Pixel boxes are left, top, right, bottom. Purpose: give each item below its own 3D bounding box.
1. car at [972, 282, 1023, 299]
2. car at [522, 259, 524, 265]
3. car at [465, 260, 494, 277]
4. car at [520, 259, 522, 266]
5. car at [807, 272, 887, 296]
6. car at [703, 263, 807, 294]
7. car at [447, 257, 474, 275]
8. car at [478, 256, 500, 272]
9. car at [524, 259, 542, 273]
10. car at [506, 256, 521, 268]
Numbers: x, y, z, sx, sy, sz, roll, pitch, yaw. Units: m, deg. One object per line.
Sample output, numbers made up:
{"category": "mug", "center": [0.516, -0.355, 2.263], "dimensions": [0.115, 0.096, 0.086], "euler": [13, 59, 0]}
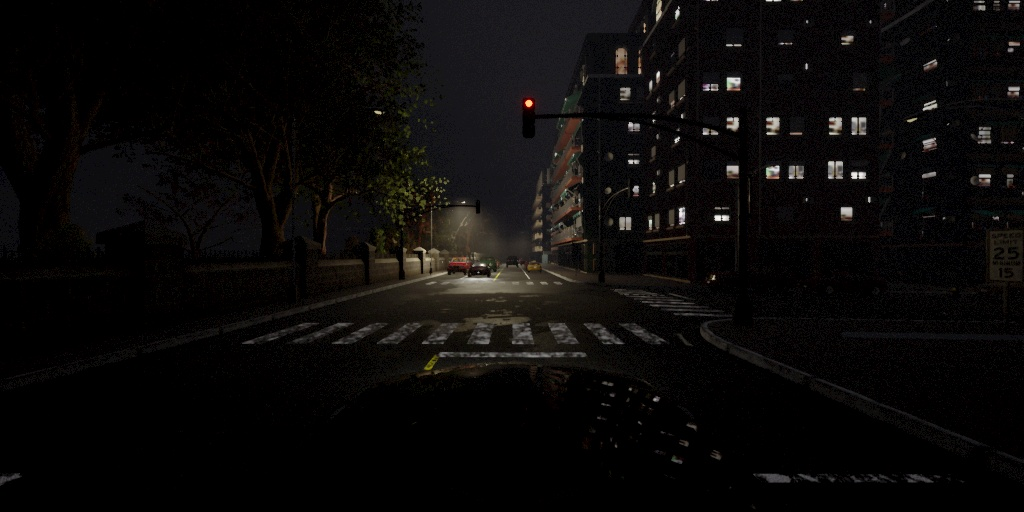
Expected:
{"category": "car", "center": [31.538, 1.857, 22.141], "dimensions": [4.829, 1.417, 1.751], "euler": [0, 0, 0]}
{"category": "car", "center": [2.743, 1.306, 49.774], "dimensions": [1.888, 1.381, 4.507], "euler": [0, 0, 0]}
{"category": "car", "center": [-3.064, 1.317, 34.685], "dimensions": [1.994, 1.385, 4.181], "euler": [0, 0, 0]}
{"category": "car", "center": [2.749, 1.316, 55.310], "dimensions": [2.007, 1.370, 4.403], "euler": [0, 0, 0]}
{"category": "car", "center": [20.316, 1.671, 22.118], "dimensions": [4.507, 1.381, 1.888], "euler": [0, 0, 0]}
{"category": "car", "center": [14.621, 1.338, 22.106], "dimensions": [5.009, 1.841, 2.192], "euler": [0, 0, 0]}
{"category": "car", "center": [-5.649, 1.069, 38.713], "dimensions": [2.192, 1.841, 5.009], "euler": [0, 0, 0]}
{"category": "car", "center": [-3.057, 0.980, 45.296], "dimensions": [2.150, 2.045, 5.566], "euler": [0, 0, -1]}
{"category": "car", "center": [2.737, 1.283, 44.409], "dimensions": [1.751, 1.417, 4.829], "euler": [0, 0, 0]}
{"category": "car", "center": [0.068, 0.993, 63.637], "dimensions": [2.150, 2.045, 5.566], "euler": [0, 0, 0]}
